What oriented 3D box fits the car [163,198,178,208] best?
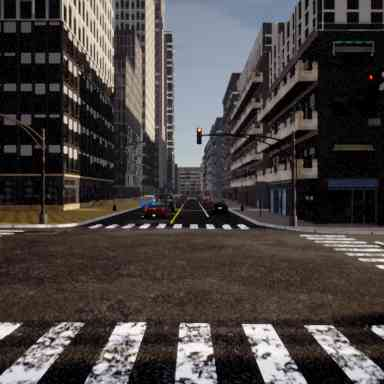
[{"bbox_3d":[-3.112,1.570,49.526,1.994,1.385,4.181,0,0,0],"label":"car"}]

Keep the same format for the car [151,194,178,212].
[{"bbox_3d":[-3.127,1.225,39.436,2.150,2.045,5.566,0,0,0],"label":"car"}]

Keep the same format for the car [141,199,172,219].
[{"bbox_3d":[-3.119,1.602,29.537,1.895,1.301,4.718,0,0,0],"label":"car"}]

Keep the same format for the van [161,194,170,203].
[{"bbox_3d":[-5.735,1.354,71.970,1.690,1.788,3.998,0,0,0],"label":"van"}]

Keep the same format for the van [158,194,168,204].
[{"bbox_3d":[-5.732,1.352,66.316,1.690,1.788,3.998,0,0,0],"label":"van"}]

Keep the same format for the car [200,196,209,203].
[{"bbox_3d":[2.646,1.558,71.975,1.887,1.381,4.507,0,0,0],"label":"car"}]

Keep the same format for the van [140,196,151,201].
[{"bbox_3d":[-5.719,1.346,43.699,1.690,1.788,3.998,0,0,0],"label":"van"}]

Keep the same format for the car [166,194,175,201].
[{"bbox_3d":[-5.745,1.336,88.934,2.192,1.841,5.009,0,0,0],"label":"car"}]

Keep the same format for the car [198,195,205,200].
[{"bbox_3d":[2.632,1.590,94.593,1.947,1.339,4.313,0,0,0],"label":"car"}]

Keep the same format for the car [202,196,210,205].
[{"bbox_3d":[2.662,1.549,43.705,1.887,1.381,4.507,0,0,0],"label":"car"}]

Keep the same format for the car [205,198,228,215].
[{"bbox_3d":[2.669,1.568,33.738,1.947,1.339,4.313,0,0,0],"label":"car"}]

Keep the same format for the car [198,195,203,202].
[{"bbox_3d":[2.652,1.560,60.668,2.008,1.369,4.403,0,0,0],"label":"car"}]

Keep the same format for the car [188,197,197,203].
[{"bbox_3d":[0.059,1.613,69.805,1.895,1.301,4.718,0,0,0],"label":"car"}]
